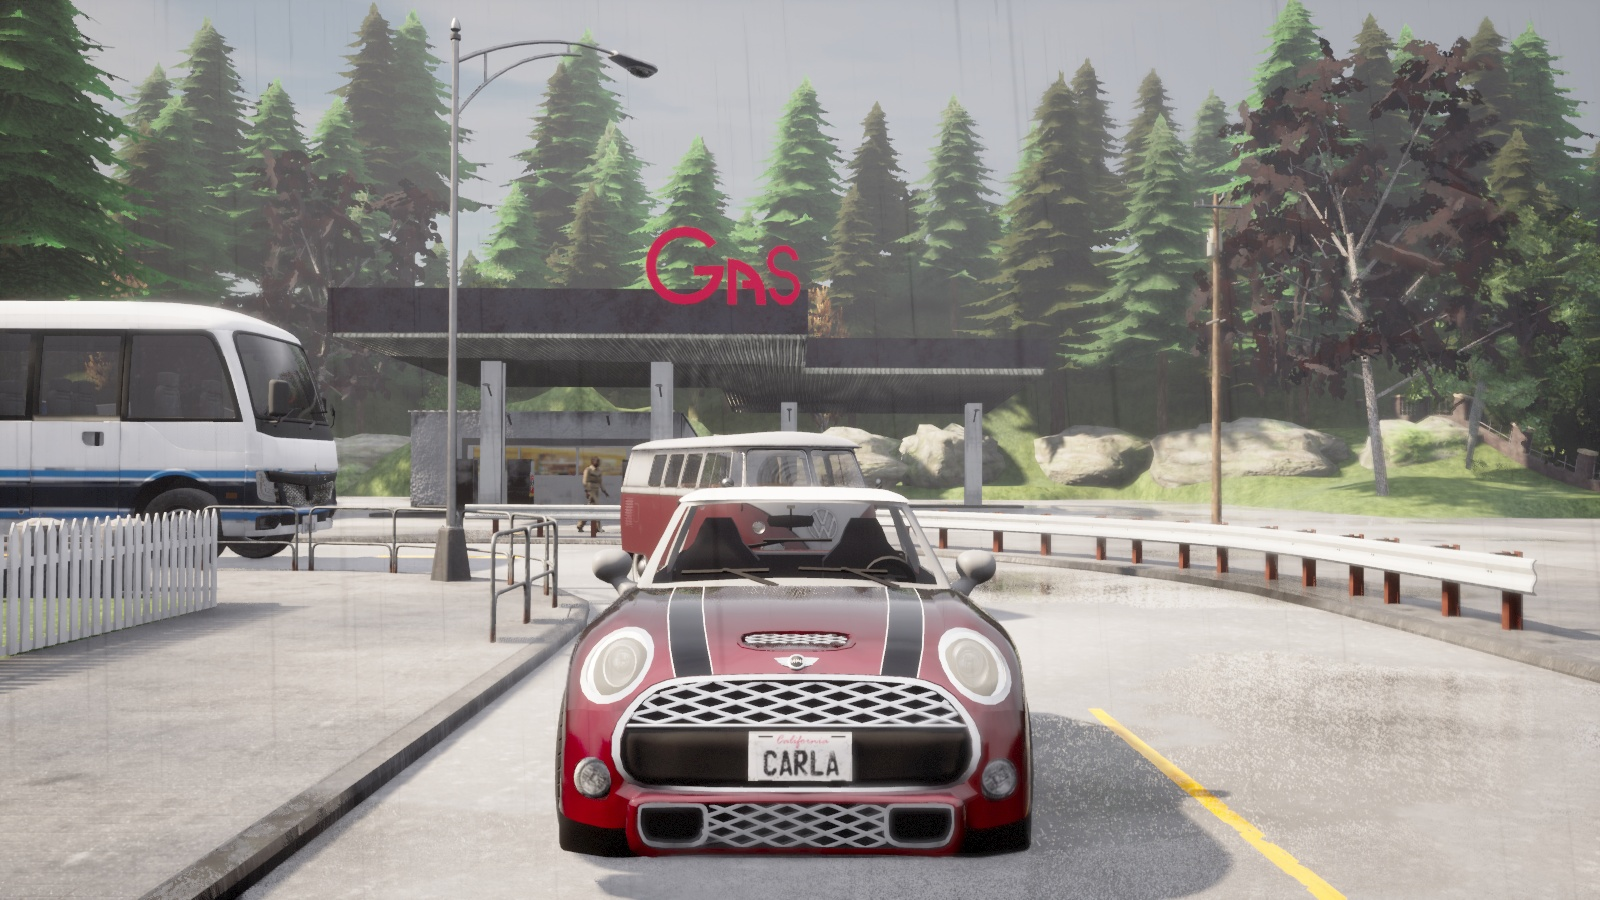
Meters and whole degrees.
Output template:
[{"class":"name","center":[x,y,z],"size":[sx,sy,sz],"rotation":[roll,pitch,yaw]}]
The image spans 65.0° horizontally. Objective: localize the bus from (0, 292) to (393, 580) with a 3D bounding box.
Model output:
[{"class":"bus","center":[-12.446,-0.167,20.585],"size":[10.273,4.253,3.944],"rotation":[0,-1,0]}]

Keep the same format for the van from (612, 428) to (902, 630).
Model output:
[{"class":"van","center":[-0.697,0.818,14.748],"size":[1.775,1.987,4.442],"rotation":[0,-1,-25]}]

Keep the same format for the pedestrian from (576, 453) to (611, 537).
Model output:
[{"class":"pedestrian","center":[-4.780,1.030,29.051],"size":[0.692,1.930,0.396],"rotation":[-1,-1,32]}]

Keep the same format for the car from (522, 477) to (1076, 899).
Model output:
[{"class":"car","center":[-0.025,0.887,6.378],"size":[1.970,1.475,3.806],"rotation":[0,-1,-1]}]
